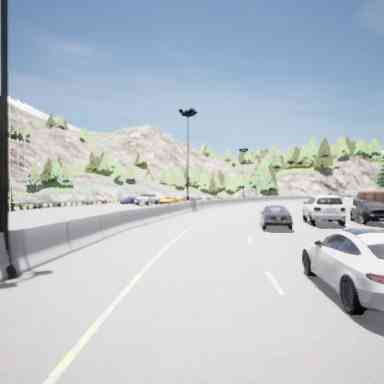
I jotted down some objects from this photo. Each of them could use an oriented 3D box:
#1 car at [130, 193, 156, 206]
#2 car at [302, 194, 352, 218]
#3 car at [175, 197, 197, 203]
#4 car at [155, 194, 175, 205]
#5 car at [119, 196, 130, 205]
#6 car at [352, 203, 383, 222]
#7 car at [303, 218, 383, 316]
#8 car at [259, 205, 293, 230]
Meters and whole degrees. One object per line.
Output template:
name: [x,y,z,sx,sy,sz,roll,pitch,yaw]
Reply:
car: [-7.578,1.205,56.000,2.150,2.045,5.566,0,0,20]
car: [9.329,1.259,23.806,2.150,2.045,5.566,0,0,10]
car: [-0.590,1.532,54.670,1.812,1.442,4.674,0,0,20]
car: [-3.826,1.474,56.001,1.882,1.535,5.008,0,0,20]
car: [-10.711,1.499,57.580,1.812,1.442,4.674,0,0,20]
car: [13.021,1.554,24.437,1.837,1.490,4.892,0,0,11]
car: [3.843,1.540,7.317,1.812,1.442,4.674,0,0,4]
car: [5.381,1.569,21.588,2.033,1.411,5.357,0,0,9]
